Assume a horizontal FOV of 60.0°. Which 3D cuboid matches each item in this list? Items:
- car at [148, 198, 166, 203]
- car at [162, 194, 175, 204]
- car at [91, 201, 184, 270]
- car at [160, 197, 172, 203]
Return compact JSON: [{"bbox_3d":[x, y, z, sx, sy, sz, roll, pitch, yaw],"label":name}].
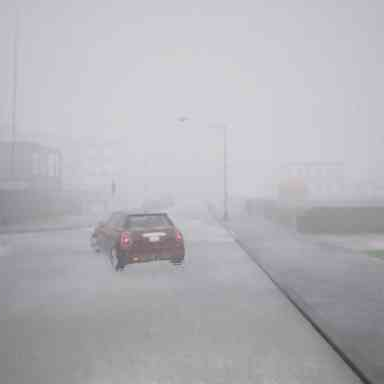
[{"bbox_3d":[-4.101,1.615,34.084,1.994,1.385,4.181,0,0,0],"label":"car"},{"bbox_3d":[-4.018,1.303,54.380,2.150,2.045,5.566,0,0,0],"label":"car"},{"bbox_3d":[-2.030,1.369,11.448,2.097,1.767,4.553,0,0,-26],"label":"car"},{"bbox_3d":[-4.084,1.667,43.986,1.895,1.301,4.718,0,0,0],"label":"car"}]
